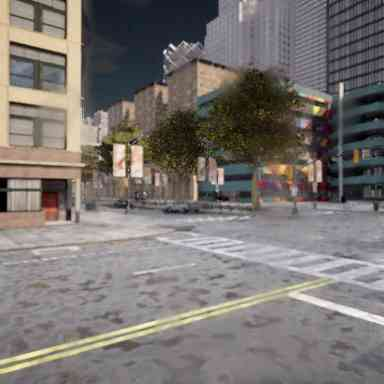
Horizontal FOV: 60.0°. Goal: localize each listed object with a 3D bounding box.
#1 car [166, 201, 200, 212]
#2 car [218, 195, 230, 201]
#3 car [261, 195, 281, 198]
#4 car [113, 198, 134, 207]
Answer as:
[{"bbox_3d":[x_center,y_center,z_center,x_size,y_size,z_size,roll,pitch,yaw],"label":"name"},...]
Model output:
[{"bbox_3d":[-1.071,1.649,38.702,1.895,1.301,4.718,0,0,-36],"label":"car"},{"bbox_3d":[7.013,1.530,80.389,2.161,1.482,4.786,0,0,-36],"label":"car"},{"bbox_3d":[17.492,1.445,72.909,2.002,1.452,4.674,0,0,-36],"label":"car"},{"bbox_3d":[-10.803,1.613,52.344,1.994,1.385,4.181,0,0,-35],"label":"car"}]
